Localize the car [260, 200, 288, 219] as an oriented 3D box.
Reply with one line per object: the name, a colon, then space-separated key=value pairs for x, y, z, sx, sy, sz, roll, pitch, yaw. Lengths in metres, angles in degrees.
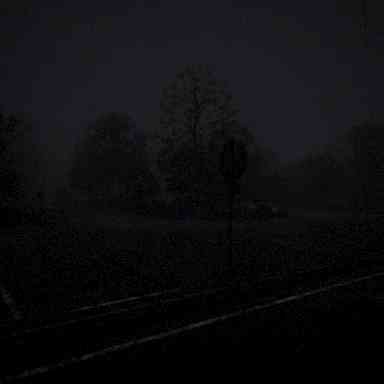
car: x=6.882 y=1.584 z=31.553 sx=2.185 sy=1.767 sz=4.553 roll=1 pitch=-1 yaw=-36

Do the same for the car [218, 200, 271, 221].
car: x=4.341 y=1.702 z=29.653 sx=2.002 sy=1.452 sz=4.674 roll=1 pitch=-1 yaw=-36

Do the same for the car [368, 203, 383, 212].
car: x=26.716 y=2.132 z=45.645 sx=2.002 sy=1.452 sz=4.674 roll=1 pitch=-1 yaw=-35
